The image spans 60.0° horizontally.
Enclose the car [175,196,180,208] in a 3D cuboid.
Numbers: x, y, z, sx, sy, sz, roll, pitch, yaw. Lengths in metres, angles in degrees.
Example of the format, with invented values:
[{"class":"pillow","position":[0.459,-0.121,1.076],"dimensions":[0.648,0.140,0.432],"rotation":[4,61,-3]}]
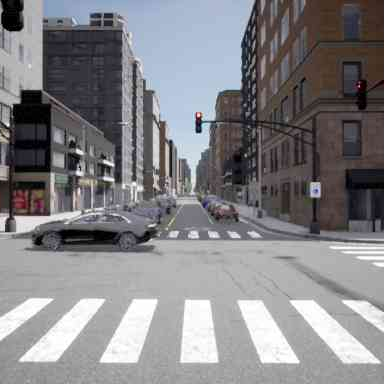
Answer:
[{"class":"car","position":[-3.164,1.575,46.607],"dimensions":[1.994,1.385,4.181],"rotation":[0,0,0]}]

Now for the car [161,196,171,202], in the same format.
[{"class":"car","position":[-5.979,1.578,77.070],"dimensions":[2.008,1.369,4.403],"rotation":[1,0,0]}]

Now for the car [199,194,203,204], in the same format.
[{"class":"car","position":[2.597,1.327,48.714],"dimensions":[2.192,1.841,5.009],"rotation":[1,0,0]}]

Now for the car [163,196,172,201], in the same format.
[{"class":"car","position":[-5.989,1.596,82.744],"dimensions":[1.947,1.339,4.313],"rotation":[1,0,0]}]

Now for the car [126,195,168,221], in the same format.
[{"class":"car","position":[-3.137,1.356,24.112],"dimensions":[2.097,1.767,4.553],"rotation":[0,0,0]}]

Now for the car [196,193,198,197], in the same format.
[{"class":"car","position":[2.547,1.553,77.250],"dimensions":[1.752,1.417,4.829],"rotation":[1,0,0]}]

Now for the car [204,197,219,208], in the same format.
[{"class":"car","position":[2.613,1.589,37.367],"dimensions":[1.802,1.307,4.206],"rotation":[1,0,0]}]

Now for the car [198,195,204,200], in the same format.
[{"class":"car","position":[2.519,1.561,94.271],"dimensions":[1.752,1.417,4.829],"rotation":[1,0,0]}]

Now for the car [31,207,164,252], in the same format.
[{"class":"car","position":[-3.778,1.486,13.311],"dimensions":[4.902,1.511,2.128],"rotation":[0,-1,0]}]

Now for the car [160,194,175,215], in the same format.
[{"class":"car","position":[-3.154,1.359,33.933],"dimensions":[2.097,1.767,4.553],"rotation":[0,0,0]}]

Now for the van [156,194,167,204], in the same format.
[{"class":"van","position":[-5.958,1.362,65.725],"dimensions":[1.690,1.788,3.998],"rotation":[1,0,0]}]

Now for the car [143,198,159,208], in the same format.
[{"class":"car","position":[-5.931,1.594,48.707],"dimensions":[1.802,1.307,4.206],"rotation":[1,0,0]}]

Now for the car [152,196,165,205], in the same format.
[{"class":"car","position":[-5.949,1.458,60.052],"dimensions":[1.967,1.590,4.097],"rotation":[1,0,0]}]

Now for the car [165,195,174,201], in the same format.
[{"class":"car","position":[-5.998,1.599,88.417],"dimensions":[1.947,1.339,4.313],"rotation":[1,0,0]}]

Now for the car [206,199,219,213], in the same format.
[{"class":"car","position":[2.623,1.588,31.693],"dimensions":[1.802,1.307,4.206],"rotation":[1,0,0]}]

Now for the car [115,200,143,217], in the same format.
[{"class":"car","position":[-5.902,1.551,31.688],"dimensions":[1.887,1.381,4.507],"rotation":[1,0,0]}]

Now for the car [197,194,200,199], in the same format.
[{"class":"car","position":[2.556,1.590,71.407],"dimensions":[1.947,1.339,4.313],"rotation":[1,0,0]}]

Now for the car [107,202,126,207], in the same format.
[{"class":"car","position":[-5.893,1.549,26.015],"dimensions":[1.887,1.381,4.507],"rotation":[1,0,0]}]

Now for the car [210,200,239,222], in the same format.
[{"class":"car","position":[2.633,1.587,26.020],"dimensions":[1.802,1.307,4.206],"rotation":[1,0,0]}]

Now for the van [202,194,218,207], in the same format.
[{"class":"van","position":[2.606,1.351,43.041],"dimensions":[1.690,1.788,3.998],"rotation":[1,0,0]}]

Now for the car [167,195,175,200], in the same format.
[{"class":"car","position":[-6.007,1.580,94.089],"dimensions":[1.887,1.381,4.507],"rotation":[1,0,0]}]

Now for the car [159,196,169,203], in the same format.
[{"class":"car","position":[-5.969,1.606,71.397],"dimensions":[1.802,1.307,4.206],"rotation":[1,0,0]}]
